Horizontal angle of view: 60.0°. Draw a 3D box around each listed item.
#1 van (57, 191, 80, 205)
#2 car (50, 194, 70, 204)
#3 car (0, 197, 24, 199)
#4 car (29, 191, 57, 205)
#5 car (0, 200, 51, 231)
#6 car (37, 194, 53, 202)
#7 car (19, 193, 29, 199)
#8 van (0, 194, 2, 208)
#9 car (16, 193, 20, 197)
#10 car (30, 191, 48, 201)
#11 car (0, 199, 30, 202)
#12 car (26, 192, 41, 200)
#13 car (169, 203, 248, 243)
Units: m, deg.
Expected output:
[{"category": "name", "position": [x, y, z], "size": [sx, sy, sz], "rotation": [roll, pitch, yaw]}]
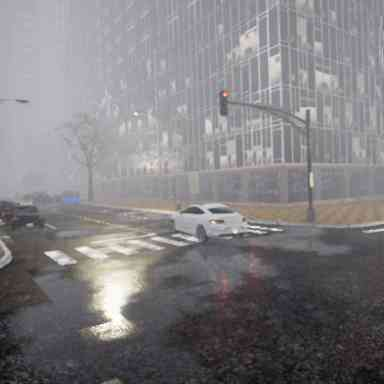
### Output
[{"category": "van", "position": [-16.025, 0.801, 43.771], "size": [1.690, 1.788, 3.998], "rotation": [-2, 1, -34]}, {"category": "car", "position": [-19.227, 1.024, 48.469], "size": [1.802, 1.307, 4.206], "rotation": [-2, 1, -34]}, {"category": "car", "position": [-16.561, 1.409, 29.639], "size": [1.947, 1.339, 4.313], "rotation": [-2, 1, -34]}, {"category": "car", "position": [-20.580, 1.046, 45.842], "size": [2.128, 1.511, 4.902], "rotation": [-3, 2, -34]}, {"category": "car", "position": [-10.208, 1.444, 20.211], "size": [1.947, 1.339, 4.313], "rotation": [-2, 1, -34]}, {"category": "car", "position": [-25.643, 0.988, 57.853], "size": [1.802, 1.307, 4.206], "rotation": [-2, 1, -34]}, {"category": "car", "position": [-26.330, 1.027, 54.254], "size": [1.837, 1.490, 4.892], "rotation": [-3, 2, -34]}, {"category": "van", "position": [-26.145, 1.132, 43.739], "size": [1.690, 1.788, 3.998], "rotation": [-2, 1, -34]}, {"category": "car", "position": [-38.475, 0.882, 76.620], "size": [2.008, 1.369, 4.403], "rotation": [-2, 1, -34]}, {"category": "car", "position": [-28.858, 0.702, 62.539], "size": [2.192, 1.841, 5.009], "rotation": [-2, 1, -34]}, {"category": "car", "position": [-13.402, 1.444, 24.915], "size": [1.802, 1.307, 4.206], "rotation": [-2, 1, -34]}, {"category": "car", "position": [-32.063, 0.809, 67.233], "size": [1.967, 1.590, 4.097], "rotation": [-2, 1, -34]}, {"category": "car", "position": [0.579, 1.201, 14.399], "size": [1.812, 1.442, 4.674], "rotation": [-2, 1, -26]}]
